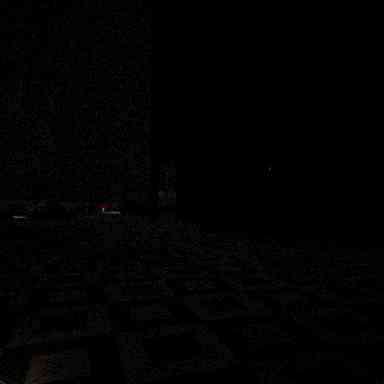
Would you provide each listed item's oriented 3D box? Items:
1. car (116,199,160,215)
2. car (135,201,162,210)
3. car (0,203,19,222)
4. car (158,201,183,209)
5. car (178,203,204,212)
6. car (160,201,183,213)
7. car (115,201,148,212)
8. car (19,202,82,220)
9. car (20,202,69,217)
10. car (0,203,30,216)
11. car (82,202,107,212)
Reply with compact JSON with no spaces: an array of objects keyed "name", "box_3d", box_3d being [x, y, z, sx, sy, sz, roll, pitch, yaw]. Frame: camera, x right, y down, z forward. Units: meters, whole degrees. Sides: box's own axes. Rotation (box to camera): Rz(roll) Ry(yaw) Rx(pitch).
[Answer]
[{"name":"car","box_3d":[-6.660,1.792,40.015,2.192,1.841,5.009,-1,-2,35]},{"name":"car","box_3d":[-7.045,2.210,54.153,2.008,1.369,4.403,-1,-2,35]},{"name":"car","box_3d":[-16.486,1.775,26.222,1.947,1.339,4.313,-1,-2,35]},{"name":"car","box_3d":[-3.770,2.306,58.748,2.008,1.369,4.403,-1,-2,35]},{"name":"car","box_3d":[-0.103,2.246,49.204,1.802,1.307,4.206,-1,-2,36]},{"name":"car","box_3d":[-3.383,2.114,44.604,1.887,1.381,4.507,-1,-2,35]},{"name":"car","box_3d":[-8.589,2.079,47.352,1.812,1.442,4.674,0,-1,36]},{"name":"car","box_3d":[-13.112,1.824,30.956,1.752,1.417,4.829,-1,-2,35]},{"name":"car","box_3d":[-16.181,1.867,36.728,1.812,1.442,4.674,0,-1,36]},{"name":"car","box_3d":[-20.147,1.842,35.772,2.008,1.369,4.403,-1,-1,35]},{"name":"car","box_3d":[-13.596,2.016,44.963,1.887,1.381,4.507,-1,-2,35]}]
